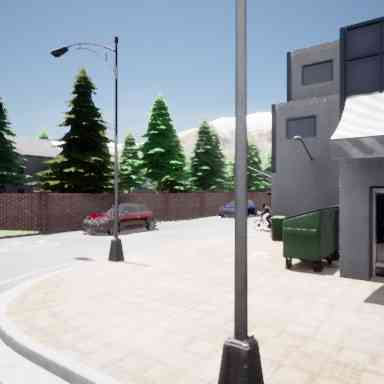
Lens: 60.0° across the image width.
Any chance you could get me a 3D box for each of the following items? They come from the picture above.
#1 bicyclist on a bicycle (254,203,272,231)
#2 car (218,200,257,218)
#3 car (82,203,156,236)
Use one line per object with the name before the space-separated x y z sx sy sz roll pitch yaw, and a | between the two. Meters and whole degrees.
bicyclist on a bicycle | 4.278 1.475 19.012 1.656 1.620 0.582 0 0 37
car | 4.408 1.523 31.746 2.097 1.767 4.553 0 0 37
car | -4.295 1.524 20.003 2.097 1.767 4.553 0 0 37
